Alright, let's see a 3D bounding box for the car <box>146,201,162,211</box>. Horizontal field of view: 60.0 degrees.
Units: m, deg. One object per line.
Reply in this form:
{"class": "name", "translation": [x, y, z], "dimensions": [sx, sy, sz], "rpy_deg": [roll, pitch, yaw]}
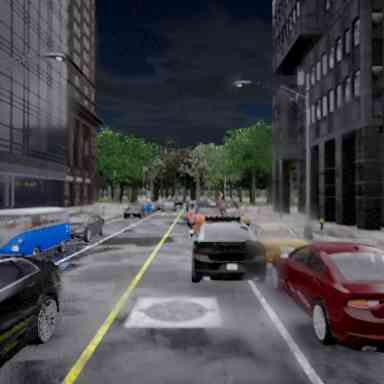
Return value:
{"class": "car", "translation": [-5.651, 2.103, 49.871], "dimensions": [1.947, 1.339, 4.313], "rpy_deg": [0, -1, 0]}

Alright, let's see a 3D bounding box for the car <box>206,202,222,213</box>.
{"class": "car", "translation": [2.861, 2.022, 44.414], "dimensions": [1.887, 1.381, 4.507], "rpy_deg": [0, -1, 0]}

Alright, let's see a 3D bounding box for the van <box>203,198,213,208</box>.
{"class": "van", "translation": [2.898, 1.999, 60.728], "dimensions": [1.690, 1.788, 3.998], "rpy_deg": [0, -1, 0]}

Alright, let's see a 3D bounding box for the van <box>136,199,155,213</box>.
{"class": "van", "translation": [-5.676, 1.759, 38.999], "dimensions": [1.690, 1.788, 3.998], "rpy_deg": [0, -1, 0]}

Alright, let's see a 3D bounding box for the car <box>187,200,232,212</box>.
{"class": "car", "translation": [0.944, 1.565, 20.034], "dimensions": [2.097, 1.767, 4.553], "rpy_deg": [0, -1, 0]}

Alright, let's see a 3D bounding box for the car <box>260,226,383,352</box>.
{"class": "car", "translation": [2.775, 1.613, 6.354], "dimensions": [1.887, 1.381, 4.507], "rpy_deg": [0, -1, 0]}

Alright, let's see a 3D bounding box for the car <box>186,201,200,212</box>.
{"class": "car", "translation": [0.115, 2.013, 47.262], "dimensions": [1.837, 1.490, 4.892], "rpy_deg": [0, -1, 0]}

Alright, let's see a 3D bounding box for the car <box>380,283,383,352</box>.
{"class": "car", "translation": [2.763, 1.556, 0.916], "dimensions": [1.887, 1.381, 4.507], "rpy_deg": [0, -1, 0]}

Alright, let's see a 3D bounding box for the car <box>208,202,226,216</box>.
{"class": "car", "translation": [2.849, 1.945, 39.147], "dimensions": [1.752, 1.417, 4.829], "rpy_deg": [0, -1, 0]}

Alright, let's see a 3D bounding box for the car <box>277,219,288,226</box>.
{"class": "car", "translation": [2.788, 1.653, 11.961], "dimensions": [1.752, 1.417, 4.829], "rpy_deg": [0, -1, 0]}

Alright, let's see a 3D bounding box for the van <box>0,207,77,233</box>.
{"class": "van", "translation": [-5.738, 1.467, 11.813], "dimensions": [1.690, 1.788, 3.998], "rpy_deg": [0, -1, 0]}

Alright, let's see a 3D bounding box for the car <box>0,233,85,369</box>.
{"class": "car", "translation": [-3.094, 1.531, 3.672], "dimensions": [2.128, 1.511, 4.902], "rpy_deg": [0, -1, 0]}

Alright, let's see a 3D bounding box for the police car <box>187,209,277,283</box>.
{"class": "police car", "translation": [0.922, 1.534, 10.174], "dimensions": [1.930, 1.638, 5.238], "rpy_deg": [0, -1, 0]}

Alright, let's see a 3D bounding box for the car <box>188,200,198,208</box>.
{"class": "car", "translation": [0.139, 2.169, 61.285], "dimensions": [1.837, 1.490, 4.892], "rpy_deg": [0, -1, 0]}

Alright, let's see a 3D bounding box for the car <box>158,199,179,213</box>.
{"class": "car", "translation": [-2.998, 1.993, 43.534], "dimensions": [1.812, 1.442, 4.674], "rpy_deg": [0, -1, 0]}

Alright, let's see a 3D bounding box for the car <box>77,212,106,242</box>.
{"class": "car", "translation": [-5.726, 1.734, 17.248], "dimensions": [2.008, 1.369, 4.403], "rpy_deg": [0, -1, 0]}

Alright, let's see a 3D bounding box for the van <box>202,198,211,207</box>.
{"class": "van", "translation": [2.911, 2.060, 66.165], "dimensions": [1.690, 1.788, 3.998], "rpy_deg": [0, -1, 0]}

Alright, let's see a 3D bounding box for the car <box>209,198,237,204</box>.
{"class": "car", "translation": [2.824, 1.615, 28.105], "dimensions": [2.192, 1.841, 5.009], "rpy_deg": [0, -1, 0]}

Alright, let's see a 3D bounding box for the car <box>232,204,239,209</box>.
{"class": "car", "translation": [2.812, 1.768, 22.835], "dimensions": [1.752, 1.417, 4.829], "rpy_deg": [0, -1, 0]}

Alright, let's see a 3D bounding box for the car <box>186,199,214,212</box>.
{"class": "car", "translation": [0.774, 1.629, 26.062], "dimensions": [2.097, 1.767, 4.553], "rpy_deg": [0, -1, 2]}

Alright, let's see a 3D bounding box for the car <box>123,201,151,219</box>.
{"class": "car", "translation": [-5.688, 1.924, 33.559], "dimensions": [1.947, 1.339, 4.313], "rpy_deg": [0, -1, 0]}

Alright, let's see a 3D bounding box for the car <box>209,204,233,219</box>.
{"class": "car", "translation": [2.837, 1.909, 33.540], "dimensions": [2.008, 1.369, 4.403], "rpy_deg": [0, -1, 0]}

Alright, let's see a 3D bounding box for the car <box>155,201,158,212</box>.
{"class": "car", "translation": [-5.664, 2.001, 44.264], "dimensions": [1.752, 1.417, 4.829], "rpy_deg": [0, -1, 0]}

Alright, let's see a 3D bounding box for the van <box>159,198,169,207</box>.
{"class": "van", "translation": [-5.615, 2.060, 66.185], "dimensions": [1.690, 1.788, 3.998], "rpy_deg": [0, -1, 0]}

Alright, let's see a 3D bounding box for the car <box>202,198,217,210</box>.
{"class": "car", "translation": [2.886, 1.912, 55.291], "dimensions": [2.192, 1.841, 5.009], "rpy_deg": [0, -1, 0]}

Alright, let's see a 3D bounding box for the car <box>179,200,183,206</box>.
{"class": "car", "translation": [-2.842, 2.358, 69.874], "dimensions": [1.895, 1.301, 4.718], "rpy_deg": [0, -1, 0]}
